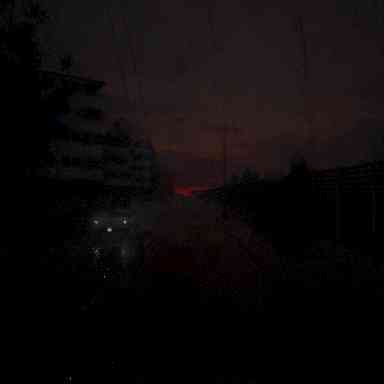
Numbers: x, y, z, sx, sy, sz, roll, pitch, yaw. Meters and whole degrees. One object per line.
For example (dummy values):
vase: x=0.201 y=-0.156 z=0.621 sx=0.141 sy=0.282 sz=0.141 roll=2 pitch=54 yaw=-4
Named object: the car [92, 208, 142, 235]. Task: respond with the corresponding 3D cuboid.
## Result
car: x=-4.099 y=1.601 z=18.816 sx=1.895 sy=1.301 sz=4.718 roll=0 pitch=0 yaw=0
